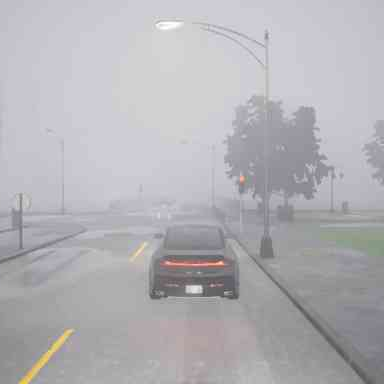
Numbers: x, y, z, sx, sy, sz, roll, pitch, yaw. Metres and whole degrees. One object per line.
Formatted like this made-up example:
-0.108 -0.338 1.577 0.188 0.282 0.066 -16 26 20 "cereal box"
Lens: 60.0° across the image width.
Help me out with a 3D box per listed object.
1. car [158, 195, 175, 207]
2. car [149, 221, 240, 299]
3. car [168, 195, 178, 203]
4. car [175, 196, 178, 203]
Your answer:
-4.120 1.505 50.844 1.837 1.490 4.892 0 0 0 "car"
0.056 1.505 8.411 1.837 1.490 4.892 0 0 0 "car"
-4.035 1.500 70.451 1.837 1.490 4.892 0 0 0 "car"
-4.100 1.601 60.237 1.895 1.301 4.718 0 0 0 "car"
